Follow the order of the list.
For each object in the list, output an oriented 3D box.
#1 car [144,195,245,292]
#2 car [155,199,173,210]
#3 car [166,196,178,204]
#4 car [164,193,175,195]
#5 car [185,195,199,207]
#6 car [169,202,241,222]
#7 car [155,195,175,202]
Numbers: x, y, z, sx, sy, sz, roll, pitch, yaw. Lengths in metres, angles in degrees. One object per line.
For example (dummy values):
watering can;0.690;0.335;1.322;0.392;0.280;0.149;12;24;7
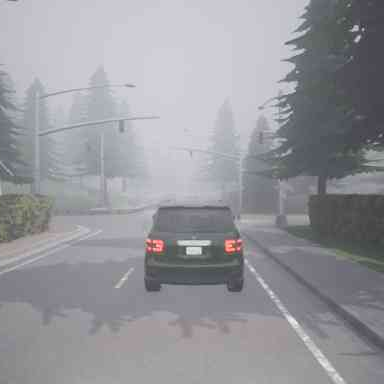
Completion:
car;0.057;1.221;9.079;2.150;2.045;5.566;0;0;0
car;-3.627;1.601;43.912;1.895;1.301;4.718;0;0;0
car;-3.921;1.505;64.250;1.837;1.490;4.892;0;0;-8
car;-3.625;1.221;53.821;2.150;2.045;5.566;0;0;-1
car;0.070;1.352;51.985;2.097;1.767;4.553;0;0;0
car;0.952;1.540;25.562;5.357;1.411;2.033;0;0;0
car;-6.286;1.524;77.217;4.674;1.442;1.812;0;0;43
